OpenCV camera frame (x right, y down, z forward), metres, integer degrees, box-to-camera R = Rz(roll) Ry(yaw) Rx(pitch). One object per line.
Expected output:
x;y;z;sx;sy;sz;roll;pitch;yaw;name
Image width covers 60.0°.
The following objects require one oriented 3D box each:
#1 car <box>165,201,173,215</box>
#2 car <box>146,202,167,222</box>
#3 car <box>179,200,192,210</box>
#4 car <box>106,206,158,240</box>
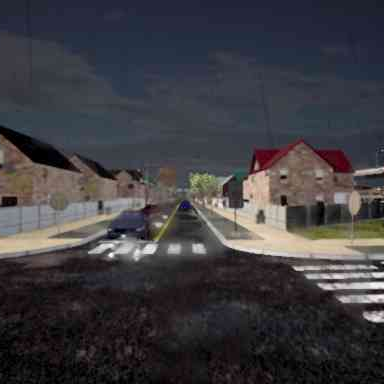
-3.736;1.973;40.344;2.033;1.411;5.357;0;-1;-2;car
-3.508;1.835;29.703;1.812;1.442;4.674;0;-1;-2;car
-1.060;2.063;53.449;1.882;1.535;5.008;0;-1;-1;car
-3.276;1.733;18.367;2.033;1.411;5.357;0;-1;-1;car
